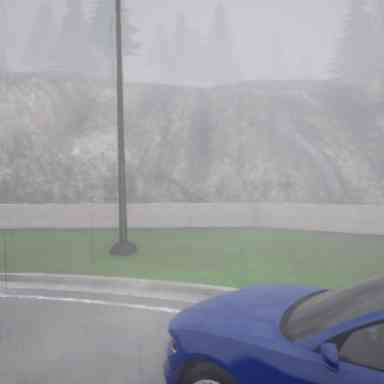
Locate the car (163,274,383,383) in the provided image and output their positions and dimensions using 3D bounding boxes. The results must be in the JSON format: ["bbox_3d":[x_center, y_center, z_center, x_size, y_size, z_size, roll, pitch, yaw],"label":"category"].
[{"bbox_3d":[1.995,1.369,2.500,5.008,1.535,1.882,0,1,37],"label":"car"}]
